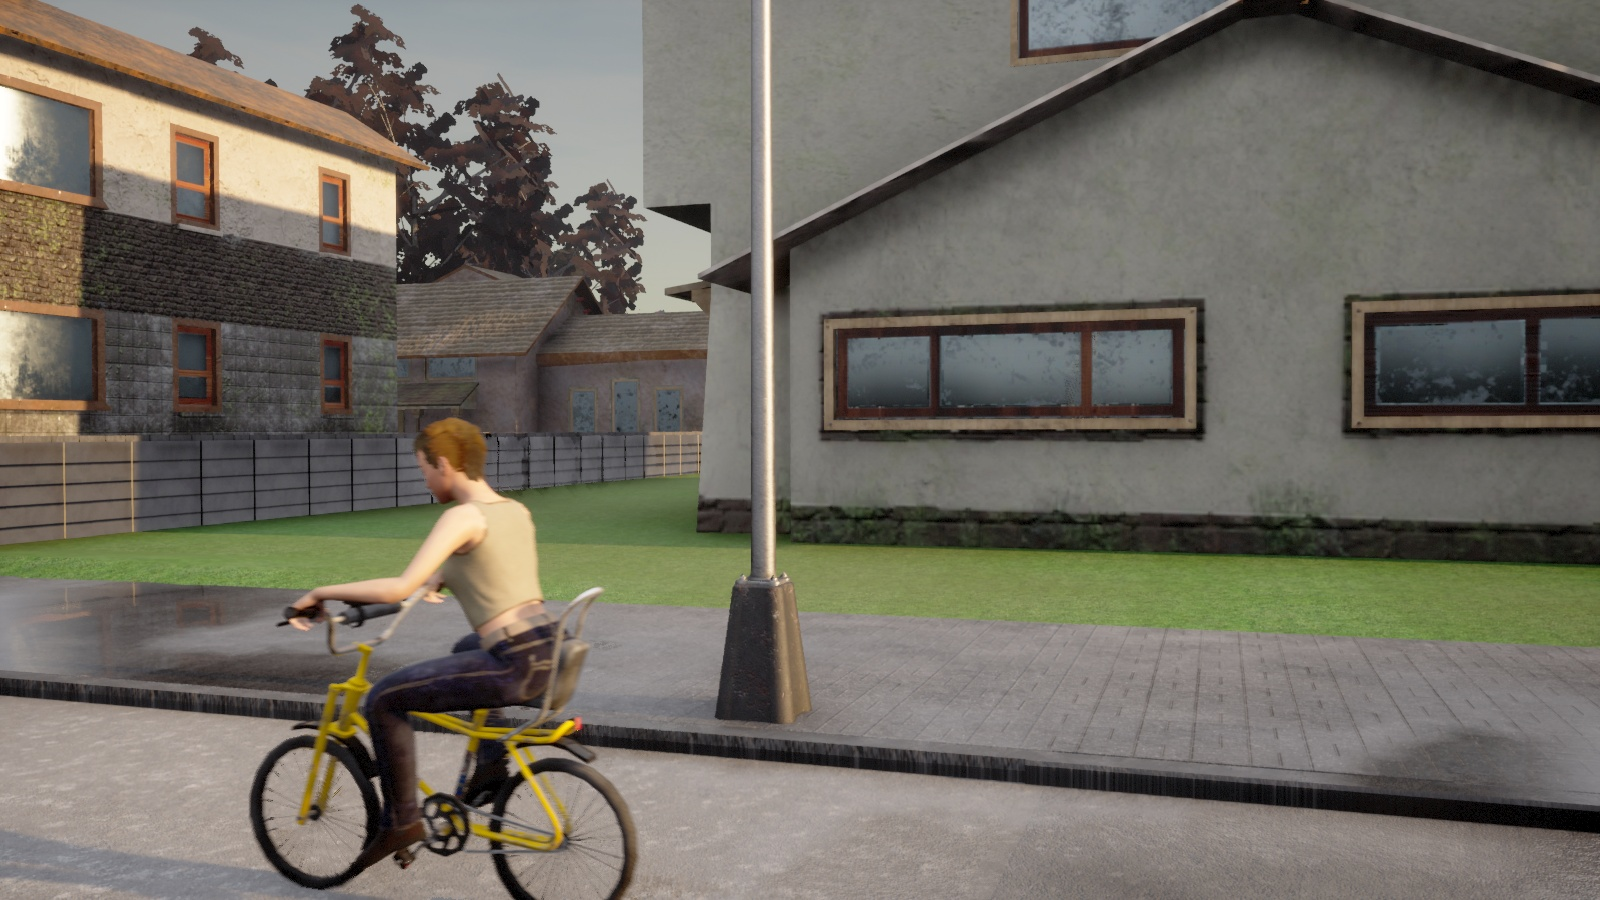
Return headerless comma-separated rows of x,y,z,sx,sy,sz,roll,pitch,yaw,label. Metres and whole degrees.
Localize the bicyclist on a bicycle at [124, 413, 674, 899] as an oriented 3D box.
-1.288,0.692,4.149,1.509,1.612,0.866,1,1,19,bicyclist on a bicycle
